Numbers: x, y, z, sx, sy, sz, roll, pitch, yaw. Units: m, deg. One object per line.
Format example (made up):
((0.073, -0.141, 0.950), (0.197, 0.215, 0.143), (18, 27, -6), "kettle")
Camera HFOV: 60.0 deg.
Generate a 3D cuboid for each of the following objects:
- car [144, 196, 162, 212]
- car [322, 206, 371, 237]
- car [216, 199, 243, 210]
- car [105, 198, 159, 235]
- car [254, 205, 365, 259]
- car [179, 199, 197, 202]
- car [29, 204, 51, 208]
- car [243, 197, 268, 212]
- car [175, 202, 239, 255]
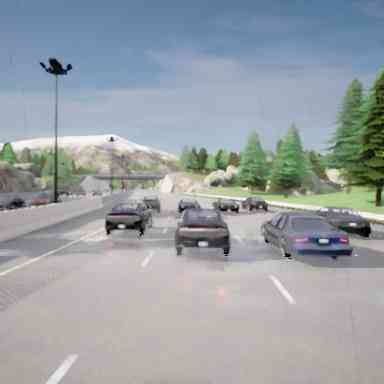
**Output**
((-4.065, 1.136, 33.023), (2.128, 1.511, 4.902), (0, 1, -5), "car")
((7.335, 1.430, 17.184), (1.994, 1.385, 4.181), (0, 1, -1), "car")
((3.101, 1.300, 31.558), (1.895, 1.301, 4.718), (0, 1, -5), "car")
((-3.157, 1.300, 17.253), (2.128, 1.511, 4.902), (0, 1, -1), "car")
((3.877, 1.445, 12.193), (2.033, 1.411, 5.357), (0, 1, 1), "car")
((-0.402, 1.281, 31.514), (1.895, 1.301, 4.718), (0, 1, -5), "car")
((-14.891, 0.929, 33.878), (2.097, 1.767, 4.553), (0, 1, -6), "car")
((6.366, 1.217, 34.130), (1.812, 1.442, 4.674), (0, 0, -5), "car")
((0.364, 1.366, 12.676), (2.128, 1.511, 4.902), (0, 1, 0), "car")
